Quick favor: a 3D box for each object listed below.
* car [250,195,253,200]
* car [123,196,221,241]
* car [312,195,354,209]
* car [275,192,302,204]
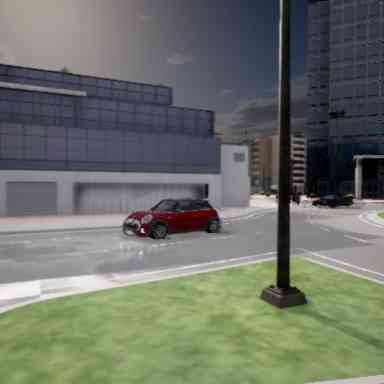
[{"bbox_3d":[8.704,0.657,58.600,1.895,1.301,4.718,0,1,-24],"label":"car"},{"bbox_3d":[-0.854,1.090,15.311,4.553,1.767,2.097,-1,1,-38],"label":"car"},{"bbox_3d":[15.406,1.001,36.182,5.357,1.411,2.033,0,1,-33],"label":"car"},{"bbox_3d":[13.239,0.788,45.968,1.837,1.490,4.892,0,1,-13],"label":"car"}]
